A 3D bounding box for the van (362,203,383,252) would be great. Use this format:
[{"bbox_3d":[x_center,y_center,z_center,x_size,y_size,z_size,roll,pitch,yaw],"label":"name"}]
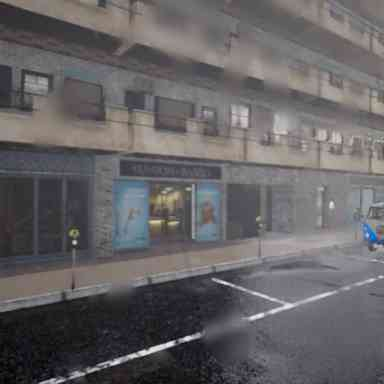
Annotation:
[{"bbox_3d":[7.827,1.254,12.118,3.998,1.788,1.690,0,1,-35],"label":"van"}]
